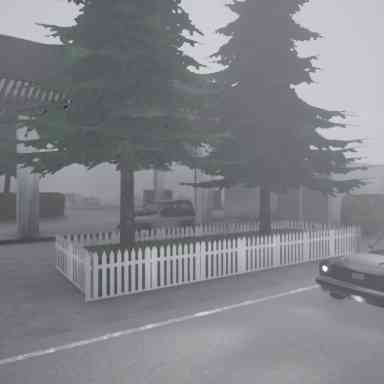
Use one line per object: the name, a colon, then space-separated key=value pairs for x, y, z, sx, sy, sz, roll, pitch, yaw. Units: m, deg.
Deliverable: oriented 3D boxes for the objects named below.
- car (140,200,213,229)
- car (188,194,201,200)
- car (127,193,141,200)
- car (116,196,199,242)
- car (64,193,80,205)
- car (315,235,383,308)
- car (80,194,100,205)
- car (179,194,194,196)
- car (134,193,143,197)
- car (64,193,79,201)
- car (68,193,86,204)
car: x=-1.021 y=1.477 z=23.174 sx=4.611 sy=1.667 sz=2.242 roll=0 pitch=0 yaw=-34
car: x=0.648 y=1.360 z=95.581 sx=1.845 sy=1.501 sz=3.633 roll=0 pitch=0 yaw=-34
car: x=-14.942 y=1.086 z=85.465 sx=1.932 sy=1.855 sz=4.605 roll=0 pitch=0 yaw=-34
car: x=-1.524 y=1.311 z=16.060 sx=3.866 sy=1.878 sz=1.905 roll=0 pitch=0 yaw=-34
car: x=-19.283 y=1.071 z=51.859 sx=1.905 sy=1.878 sz=3.866 roll=0 pitch=0 yaw=-34
car: x=4.828 y=1.599 z=7.153 sx=4.718 sy=1.301 sz=1.895 roll=0 pitch=0 yaw=-33
car: x=-16.171 y=1.354 z=53.180 sx=1.970 sy=1.475 sz=3.806 roll=0 pitch=0 yaw=-34
car: x=-1.715 y=1.309 z=71.967 sx=1.845 sy=1.501 sz=3.633 roll=0 pitch=0 yaw=-34
car: x=-10.080 y=1.289 z=66.501 sx=2.007 sy=1.523 sz=4.514 roll=0 pitch=0 yaw=-34
car: x=-27.821 y=1.144 z=76.477 sx=2.152 sy=1.636 sz=5.027 roll=0 pitch=0 yaw=-34
car: x=-20.871 y=1.090 z=60.237 sx=1.932 sy=1.855 sz=4.605 roll=0 pitch=0 yaw=-34
